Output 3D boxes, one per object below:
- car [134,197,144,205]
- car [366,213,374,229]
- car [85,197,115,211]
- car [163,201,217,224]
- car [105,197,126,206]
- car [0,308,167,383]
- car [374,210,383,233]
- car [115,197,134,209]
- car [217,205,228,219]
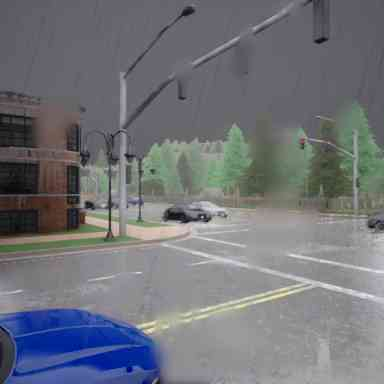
[{"bbox_3d":[-9.813,1.526,56.679,1.812,1.442,4.674,0,0,-35],"label":"car"},{"bbox_3d":[11.938,1.564,18.348,4.181,1.385,1.994,0,0,22],"label":"car"},{"bbox_3d":[-11.723,1.493,40.869,2.128,1.511,4.902,0,0,-34],"label":"car"},{"bbox_3d":[-0.426,1.564,24.606,1.994,1.385,4.181,0,0,-35],"label":"car"},{"bbox_3d":[-12.611,1.564,54.573,1.994,1.385,4.181,0,0,-35],"label":"car"},{"bbox_3d":[-2.486,1.478,1.968,5.008,1.535,1.882,0,0,-36],"label":"car"},{"bbox_3d":[9.317,1.222,10.676,2.150,2.045,5.566,0,0,-35],"label":"car"},{"bbox_3d":[-9.991,1.513,44.541,1.837,1.490,4.892,0,0,-35],"label":"car"},{"bbox_3d":[1.111,1.526,28.506,1.812,1.442,4.674,0,0,-35],"label":"car"}]
